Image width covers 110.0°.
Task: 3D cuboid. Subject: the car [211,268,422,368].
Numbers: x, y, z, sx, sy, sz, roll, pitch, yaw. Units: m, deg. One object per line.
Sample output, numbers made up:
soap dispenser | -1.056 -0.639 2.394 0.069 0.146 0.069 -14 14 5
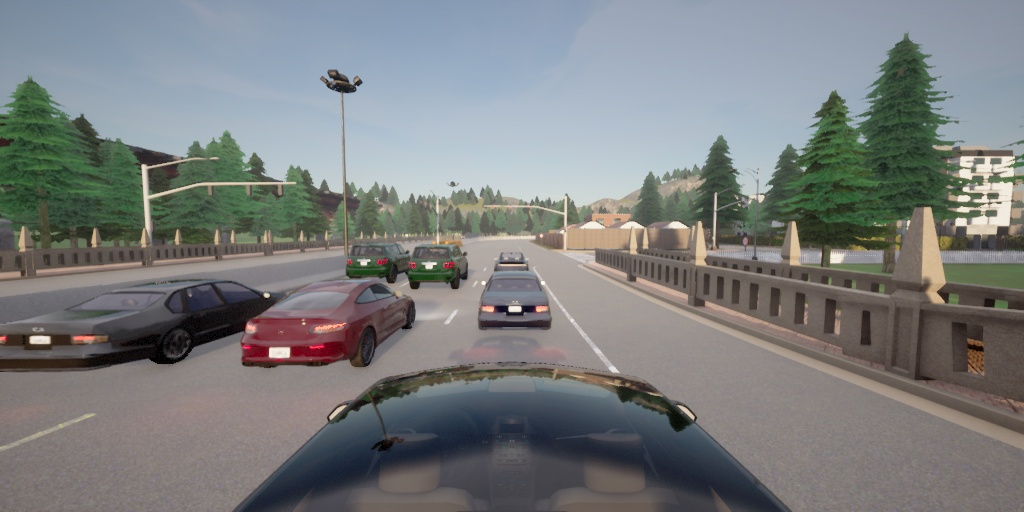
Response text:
car | -3.434 1.192 7.549 1.812 1.442 4.674 0 1 -1

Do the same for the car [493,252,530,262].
car | -0.024 0.526 20.115 2.128 1.511 4.902 0 3 0

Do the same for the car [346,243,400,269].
car | -7.021 0.283 19.623 2.150 2.045 5.566 0 4 0

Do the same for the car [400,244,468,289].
car | -3.507 0.396 17.799 2.150 2.045 5.566 0 4 0

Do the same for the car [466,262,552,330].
car | 0.048 1.120 10.419 2.033 1.411 5.357 0 2 0

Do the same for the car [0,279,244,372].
car | -6.935 1.208 7.770 2.033 1.411 5.357 0 2 0
